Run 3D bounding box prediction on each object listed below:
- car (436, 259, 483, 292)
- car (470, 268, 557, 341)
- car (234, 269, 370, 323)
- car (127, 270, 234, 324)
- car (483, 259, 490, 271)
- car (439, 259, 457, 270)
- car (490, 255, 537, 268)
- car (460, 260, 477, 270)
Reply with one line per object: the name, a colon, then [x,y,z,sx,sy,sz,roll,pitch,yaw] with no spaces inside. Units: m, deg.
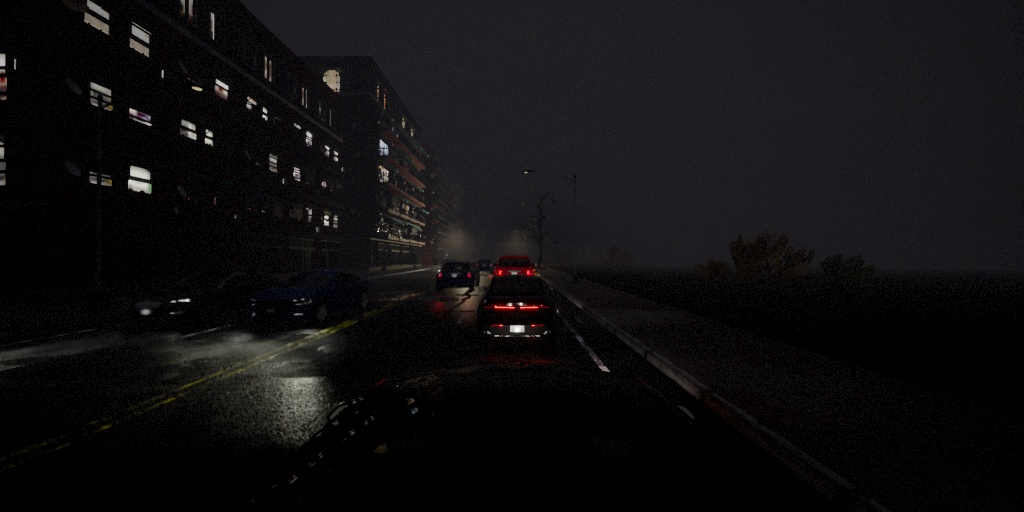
car: [-3.130,1.104,21.608,2.097,1.767,4.553,0,0,0]
car: [0.110,1.256,9.831,1.837,1.490,4.892,0,0,0]
car: [-6.588,1.229,12.292,1.882,1.535,5.008,0,0,0]
car: [-9.840,1.243,12.079,2.128,1.511,4.902,0,0,0]
car: [-3.111,1.106,42.533,2.097,1.767,4.553,0,0,0]
car: [-9.789,1.230,54.915,1.882,1.535,5.008,0,0,0]
car: [0.118,0.974,20.178,2.150,2.045,5.566,0,0,0]
car: [-6.542,1.353,54.434,1.895,1.301,4.718,0,0,0]
